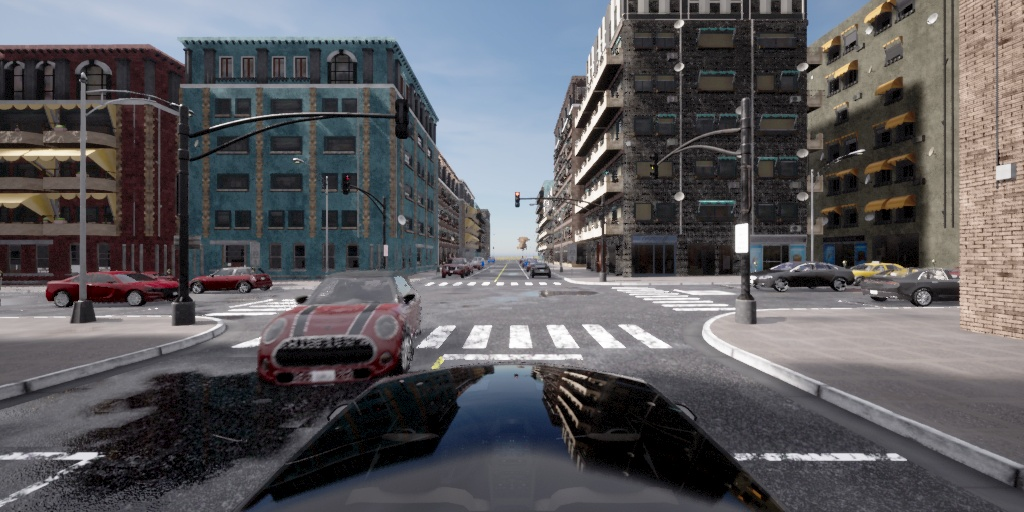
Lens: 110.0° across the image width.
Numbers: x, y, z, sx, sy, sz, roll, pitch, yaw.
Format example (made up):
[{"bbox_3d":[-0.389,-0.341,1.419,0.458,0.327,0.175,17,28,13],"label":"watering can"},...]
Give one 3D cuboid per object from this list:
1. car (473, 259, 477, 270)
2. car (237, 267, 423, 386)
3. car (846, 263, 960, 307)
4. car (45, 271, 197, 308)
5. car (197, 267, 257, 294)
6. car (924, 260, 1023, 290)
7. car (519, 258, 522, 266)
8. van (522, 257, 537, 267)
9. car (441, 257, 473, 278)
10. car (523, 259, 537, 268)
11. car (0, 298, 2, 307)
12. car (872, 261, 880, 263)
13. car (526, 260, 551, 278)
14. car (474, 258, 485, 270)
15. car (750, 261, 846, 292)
[{"bbox_3d":[-5.229,1.289,39.191,1.888,1.381,4.507,0,0,0],"label":"car"},{"bbox_3d":[-3.027,1.101,7.276,2.097,1.767,4.553,0,0,-9],"label":"car"},{"bbox_3d":[15.627,1.082,13.298,4.403,1.370,2.007,0,0,1],"label":"car"},{"bbox_3d":[-17.614,1.426,16.103,5.008,1.535,1.882,0,0,0],"label":"car"},{"bbox_3d":[-16.861,1.388,21.515,4.097,1.591,1.967,0,0,1],"label":"car"},{"bbox_3d":[24.797,0.953,18.622,4.674,1.442,1.812,-1,0,0],"label":"car"},{"bbox_3d":[2.705,1.171,61.381,1.967,1.591,4.097,0,0,0],"label":"car"},{"bbox_3d":[2.678,1.078,50.277,1.690,1.789,3.998,0,0,0],"label":"van"},{"bbox_3d":[-5.242,1.060,33.639,2.192,1.841,5.009,0,0,0],"label":"car"},{"bbox_3d":[2.665,1.323,44.725,1.802,1.307,4.207,0,0,0],"label":"car"},{"bbox_3d":[-22.467,1.443,13.682,4.097,1.591,1.967,0,0,1],"label":"car"},{"bbox_3d":[21.177,1.000,21.123,4.829,1.417,1.751,0,0,1],"label":"car"},{"bbox_3d":[2.638,1.311,33.621,1.948,1.339,4.313,0,0,0],"label":"car"},{"bbox_3d":[-5.202,1.283,50.295,1.888,1.381,4.507,0,0,0],"label":"car"},{"bbox_3d":[14.929,1.041,18.723,4.902,1.511,2.128,-1,0,1],"label":"car"}]
